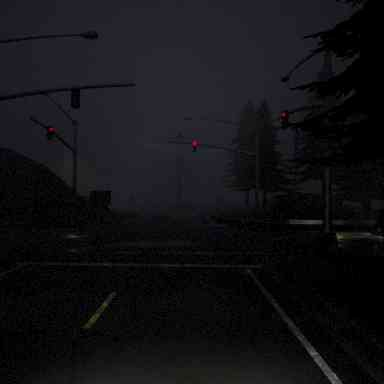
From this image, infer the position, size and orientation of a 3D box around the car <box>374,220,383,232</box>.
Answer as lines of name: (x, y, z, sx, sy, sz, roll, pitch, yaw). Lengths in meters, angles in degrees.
car: (14.210, 1.867, 21.210, 4.553, 1.767, 2.097, 0, -1, 0)
